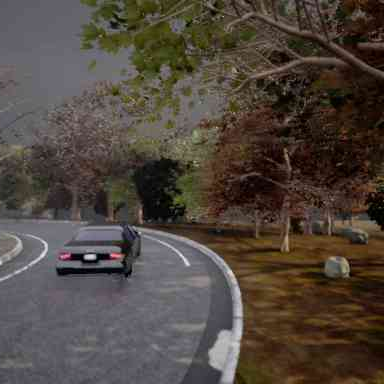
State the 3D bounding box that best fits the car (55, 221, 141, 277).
[{"bbox_3d":[-2.684,1.636,10.514,2.033,1.411,5.357,0,0,-5],"label":"car"}]
